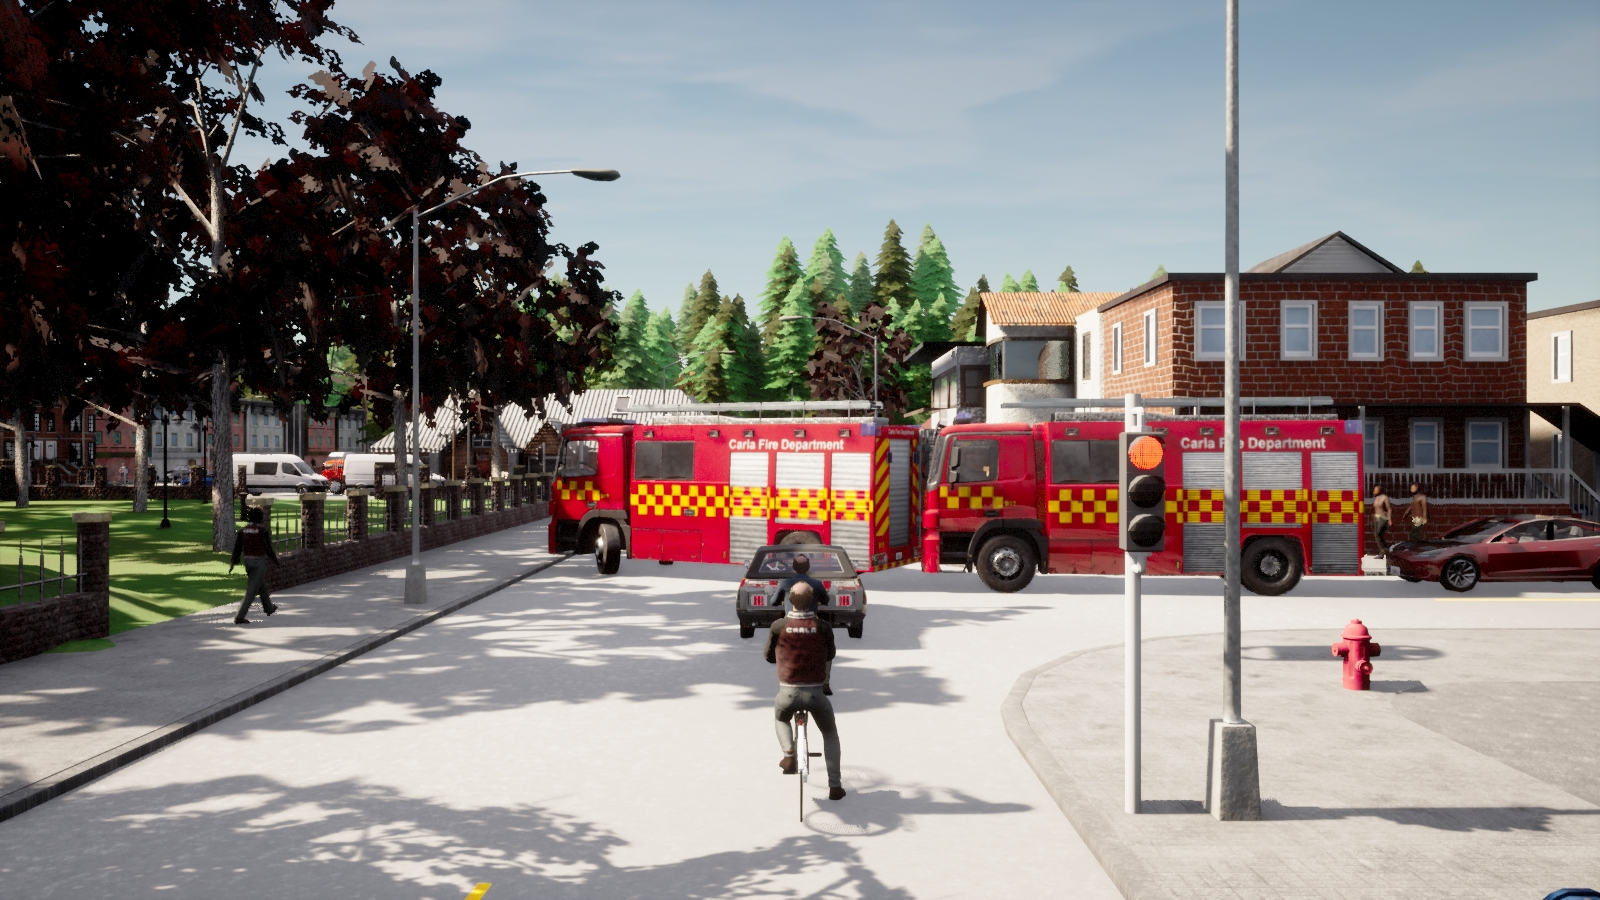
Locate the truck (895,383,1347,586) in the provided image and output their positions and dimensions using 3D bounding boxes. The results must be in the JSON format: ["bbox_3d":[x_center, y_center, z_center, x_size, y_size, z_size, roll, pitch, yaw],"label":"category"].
[{"bbox_3d":[6.233,0.669,23.400,8.468,3.827,2.891,0,0,6],"label":"truck"}]

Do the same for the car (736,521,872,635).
[{"bbox_3d":[0.052,1.935,18.331,1.895,1.301,4.718,0,0,0],"label":"car"}]

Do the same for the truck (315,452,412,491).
[{"bbox_3d":[-27.737,1.348,72.766,5.204,2.467,2.627,0,0,0],"label":"truck"}]

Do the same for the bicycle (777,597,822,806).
[{"bbox_3d":[-0.005,1.940,9.200,0.329,1.271,1.835,0,0,0],"label":"bicycle"}]

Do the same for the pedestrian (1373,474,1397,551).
[{"bbox_3d":[14.289,1.516,27.904,0.375,1.860,0.375,0,0,-9],"label":"pedestrian"}]

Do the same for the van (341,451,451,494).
[{"bbox_3d":[-24.299,1.314,68.785,5.915,2.561,1.988,0,0,1],"label":"van"}]

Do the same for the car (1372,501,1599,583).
[{"bbox_3d":[14.640,1.843,23.389,4.792,1.488,2.163,0,0,0],"label":"car"}]

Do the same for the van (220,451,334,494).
[{"bbox_3d":[-31.465,1.314,68.839,5.915,2.561,1.988,0,0,1],"label":"van"}]

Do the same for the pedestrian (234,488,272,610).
[{"bbox_3d":[-8.472,1.525,17.698,0.375,1.860,0.375,0,0,9],"label":"pedestrian"}]

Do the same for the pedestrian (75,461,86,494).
[{"bbox_3d":[-40.082,1.523,63.655,0.375,1.860,0.375,0,0,4],"label":"pedestrian"}]

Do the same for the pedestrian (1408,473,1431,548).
[{"bbox_3d":[15.498,1.516,28.580,0.375,1.860,0.375,0,0,-1],"label":"pedestrian"}]

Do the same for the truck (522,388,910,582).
[{"bbox_3d":[-2.008,0.672,25.771,8.468,3.827,2.891,0,0,28],"label":"truck"}]
